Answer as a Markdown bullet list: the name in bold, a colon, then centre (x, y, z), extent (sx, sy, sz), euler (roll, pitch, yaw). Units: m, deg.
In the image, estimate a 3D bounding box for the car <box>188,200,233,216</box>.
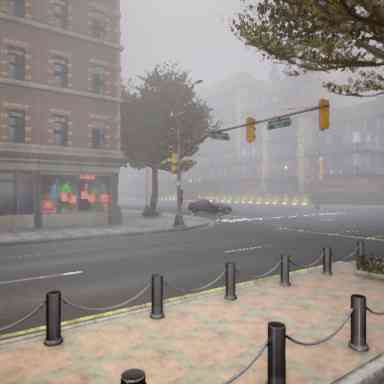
- **car**: centre (1.752, 1.474, 33.615), extent (2.033, 1.411, 5.357), euler (0, 0, -36)
